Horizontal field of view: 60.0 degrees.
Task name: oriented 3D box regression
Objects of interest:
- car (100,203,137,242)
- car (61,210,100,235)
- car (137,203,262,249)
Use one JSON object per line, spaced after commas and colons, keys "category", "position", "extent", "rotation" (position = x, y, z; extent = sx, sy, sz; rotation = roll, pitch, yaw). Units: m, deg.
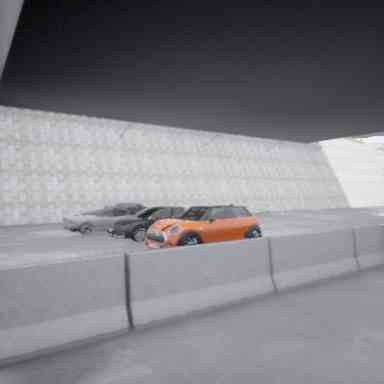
{"category": "car", "position": [-1.498, 1.411, 15.701], "extent": [4.892, 1.490, 1.837], "rotation": [0, 0, -35]}
{"category": "car", "position": [-4.440, 1.492, 17.923], "extent": [4.718, 1.301, 1.895], "rotation": [0, 0, -35]}
{"category": "car", "position": [0.513, 1.276, 12.835], "extent": [4.553, 1.767, 2.097], "rotation": [0, 0, -35]}
